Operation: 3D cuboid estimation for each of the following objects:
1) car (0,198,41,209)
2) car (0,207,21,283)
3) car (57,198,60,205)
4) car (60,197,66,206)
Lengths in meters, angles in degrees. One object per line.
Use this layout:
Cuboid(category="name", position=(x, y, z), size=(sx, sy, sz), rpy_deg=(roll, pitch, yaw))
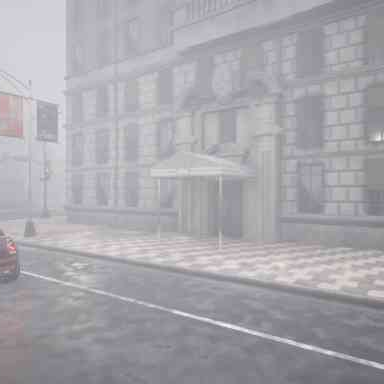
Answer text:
Cuboid(category="car", position=(-21.838, 1.564, 42.930), size=(1.994, 1.385, 4.181), rpy_deg=(0, 0, 35))
Cuboid(category="car", position=(-6.408, 1.352, 8.449), size=(4.553, 1.767, 2.097), rpy_deg=(0, 0, 35))
Cuboid(category="car", position=(-18.728, 1.221, 53.303), size=(2.150, 2.045, 5.566), rpy_deg=(0, 0, 36))
Cuboid(category="car", position=(-16.731, 1.478, 50.082), size=(1.882, 1.535, 5.008), rpy_deg=(0, 0, 36))
